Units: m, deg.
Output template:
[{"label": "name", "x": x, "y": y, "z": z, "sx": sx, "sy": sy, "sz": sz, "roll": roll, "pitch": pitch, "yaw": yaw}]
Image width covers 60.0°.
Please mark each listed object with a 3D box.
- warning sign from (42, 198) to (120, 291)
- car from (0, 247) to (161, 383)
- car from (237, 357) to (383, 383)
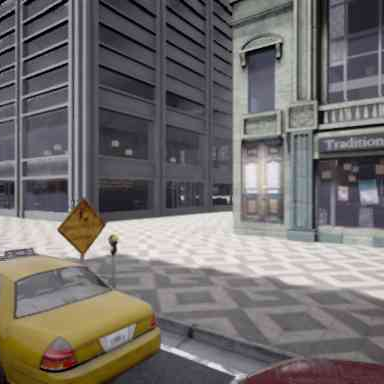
[{"label": "warning sign", "x": -2.504, "y": 1.075, "z": 7.582, "sx": 1.060, "sy": 1.860, "sz": 1.300, "roll": 0, "pitch": 0, "yaw": 36}, {"label": "car", "x": -2.659, "y": 1.495, "z": 4.869, "sx": 4.829, "sy": 1.417, "sz": 1.752, "roll": 0, "pitch": 0, "yaw": 36}, {"label": "car", "x": 2.064, "y": 1.588, "z": 1.492, "sx": 4.206, "sy": 1.307, "sz": 1.802, "roll": 0, "pitch": 0, "yaw": 36}]
